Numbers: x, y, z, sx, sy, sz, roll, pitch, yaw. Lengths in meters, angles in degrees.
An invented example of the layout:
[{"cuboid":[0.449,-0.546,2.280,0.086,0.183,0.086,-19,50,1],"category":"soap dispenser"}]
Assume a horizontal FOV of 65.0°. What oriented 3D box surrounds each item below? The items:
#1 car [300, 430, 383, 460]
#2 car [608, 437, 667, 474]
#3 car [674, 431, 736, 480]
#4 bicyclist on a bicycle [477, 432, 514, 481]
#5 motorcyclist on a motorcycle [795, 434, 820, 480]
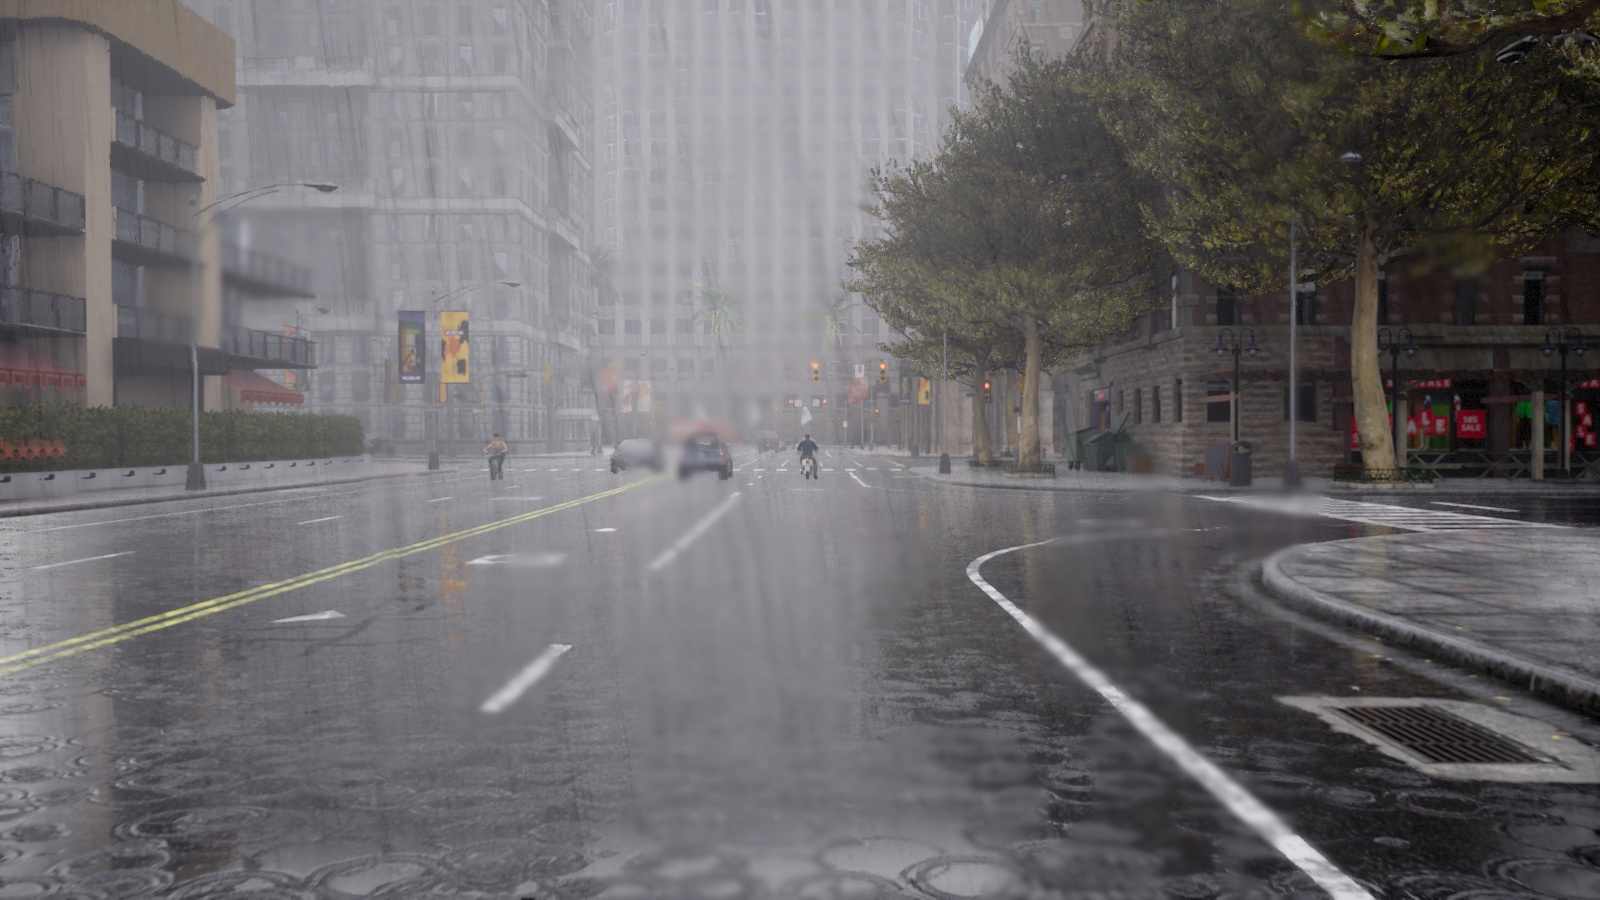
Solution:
[{"cuboid":[-29.201,-0.329,80.037,4.605,1.855,1.932,0,1,1],"category":"car"},{"cuboid":[-6.694,0.200,52.172,1.812,1.442,4.674,0,1,0],"category":"car"},{"cuboid":[-3.241,0.168,43.596,1.851,1.617,3.988,0,1,0],"category":"car"},{"cuboid":[-10.254,0.215,42.311,0.866,1.612,1.509,0,1,0],"category":"bicyclist on a bicycle"},{"cuboid":[0.259,0.223,43.883,0.866,1.590,1.817,0,1,0],"category":"motorcyclist on a motorcycle"}]
